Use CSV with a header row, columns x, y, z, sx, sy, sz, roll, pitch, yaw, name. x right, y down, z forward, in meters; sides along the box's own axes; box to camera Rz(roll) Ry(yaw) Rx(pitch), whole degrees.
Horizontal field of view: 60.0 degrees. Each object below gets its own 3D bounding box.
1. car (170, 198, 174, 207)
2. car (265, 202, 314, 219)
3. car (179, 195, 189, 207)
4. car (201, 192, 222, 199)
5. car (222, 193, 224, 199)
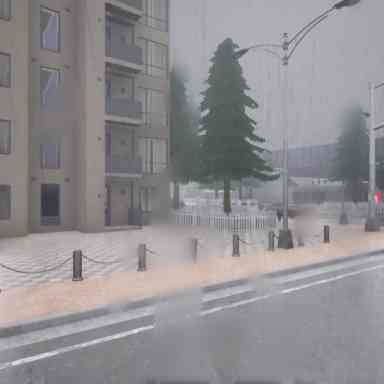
x,y,z,sx,sy,sz,roll,pitch,yaw,name
-4.734,1.366,46.352,2.097,1.767,4.553,0,0,-37,car
8.375,1.579,28.928,1.994,1.385,4.181,0,0,-37,car
-3.246,1.563,50.381,2.033,1.411,5.357,0,0,-37,car
5.411,1.113,92.661,1.932,1.855,4.605,0,0,-37,car
7.498,1.092,94.724,1.905,1.878,3.866,0,0,-37,car
